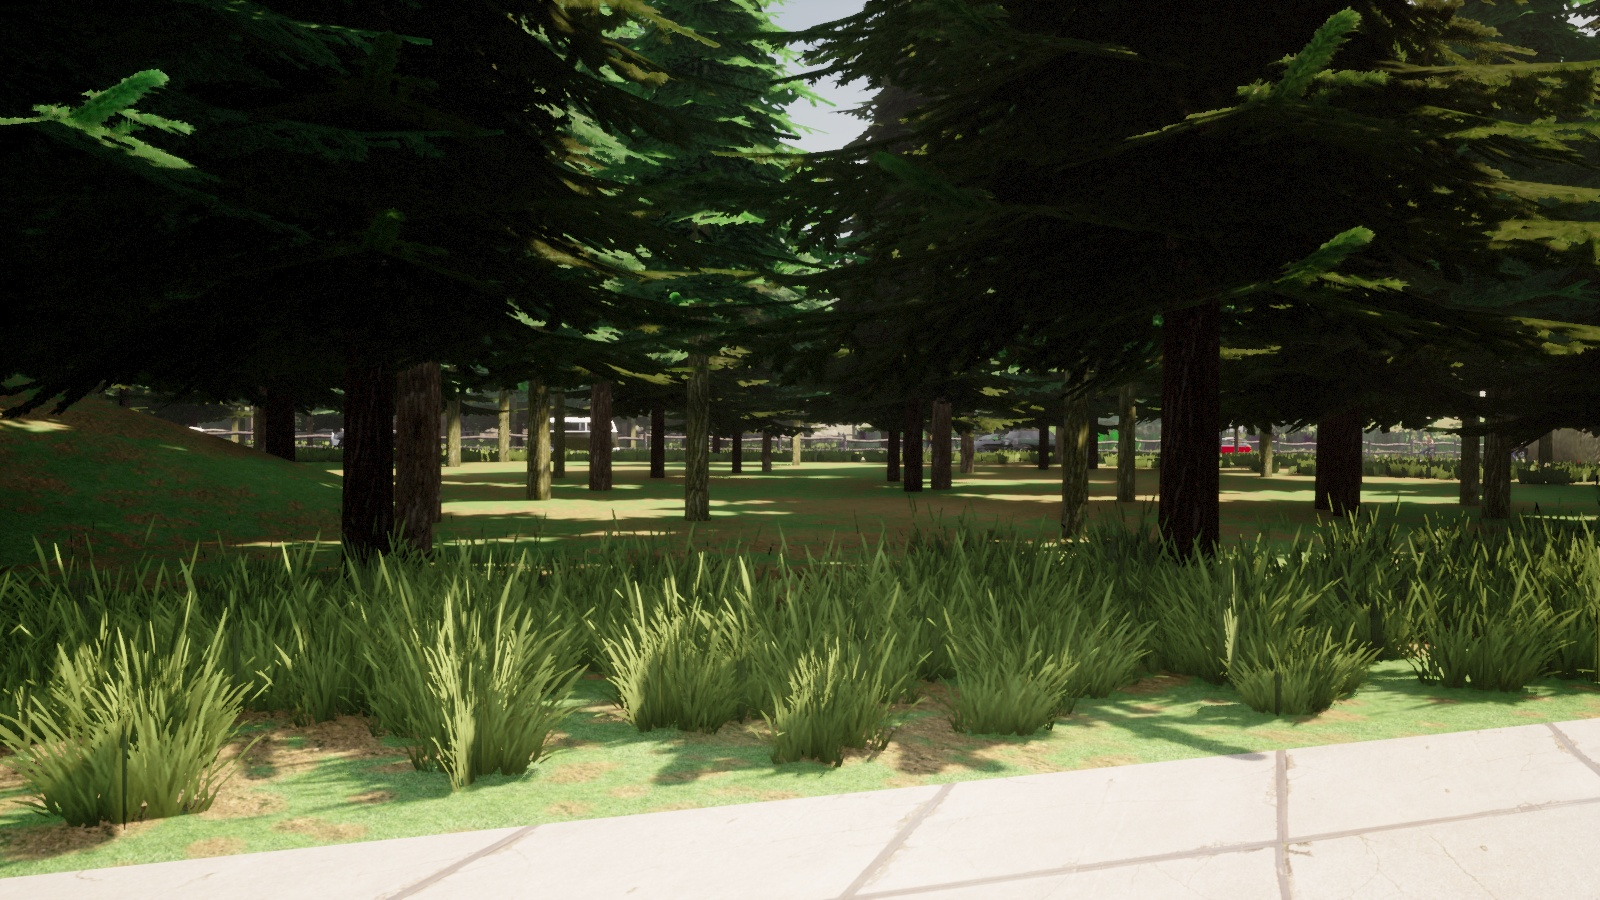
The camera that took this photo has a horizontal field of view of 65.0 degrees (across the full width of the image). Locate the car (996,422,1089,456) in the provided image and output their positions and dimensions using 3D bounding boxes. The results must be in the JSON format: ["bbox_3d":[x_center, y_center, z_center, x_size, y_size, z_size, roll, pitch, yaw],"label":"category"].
[{"bbox_3d":[13.298,-0.617,68.959,4.553,1.767,2.097,-1,1,-19],"label":"car"}]

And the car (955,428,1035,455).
[{"bbox_3d":[11.167,-0.487,71.928,4.193,1.474,1.816,-1,1,-19],"label":"car"}]

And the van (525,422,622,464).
[{"bbox_3d":[-11.461,-0.387,63.432,4.480,2.038,2.069,-1,1,-21],"label":"van"}]

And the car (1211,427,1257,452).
[{"bbox_3d":[24.650,-0.573,71.361,2.207,1.376,1.481,-1,0,8],"label":"car"}]

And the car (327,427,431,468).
[{"bbox_3d":[-20.162,-0.146,60.132,4.605,1.855,1.932,-1,1,-21],"label":"car"}]
